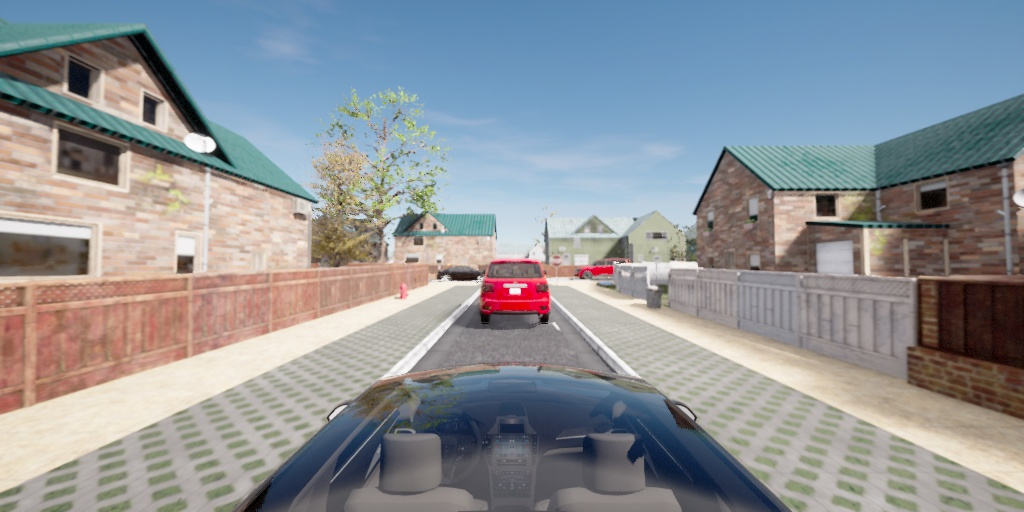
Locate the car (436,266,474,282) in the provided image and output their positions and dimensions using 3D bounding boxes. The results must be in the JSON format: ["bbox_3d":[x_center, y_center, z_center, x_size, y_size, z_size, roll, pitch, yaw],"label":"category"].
[{"bbox_3d":[-4.250,1.605,32.077,5.008,1.535,1.882,-1,-2,1],"label":"car"}]

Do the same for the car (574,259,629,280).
[{"bbox_3d":[8.869,1.326,34.876,5.566,2.045,2.150,-2,-2,1],"label":"car"}]

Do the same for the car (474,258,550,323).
[{"bbox_3d":[0.088,1.096,12.782,2.150,2.045,5.566,0,0,0],"label":"car"}]

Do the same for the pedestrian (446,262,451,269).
[{"bbox_3d":[-6.735,1.504,37.976,0.375,1.860,0.375,0,-1,1],"label":"pedestrian"}]
